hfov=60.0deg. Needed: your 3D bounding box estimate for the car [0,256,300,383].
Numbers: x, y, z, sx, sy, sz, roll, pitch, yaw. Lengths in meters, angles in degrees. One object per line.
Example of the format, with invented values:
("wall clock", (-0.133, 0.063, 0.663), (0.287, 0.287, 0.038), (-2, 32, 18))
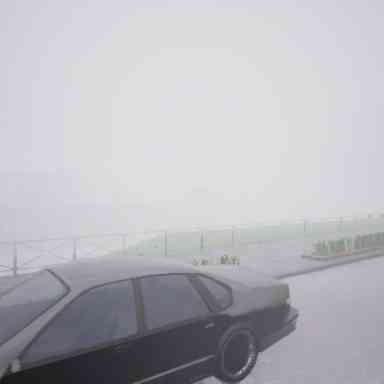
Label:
("car", (-1.046, 1.547, 3.859), (5.357, 1.411, 2.033), (0, 0, -35))
